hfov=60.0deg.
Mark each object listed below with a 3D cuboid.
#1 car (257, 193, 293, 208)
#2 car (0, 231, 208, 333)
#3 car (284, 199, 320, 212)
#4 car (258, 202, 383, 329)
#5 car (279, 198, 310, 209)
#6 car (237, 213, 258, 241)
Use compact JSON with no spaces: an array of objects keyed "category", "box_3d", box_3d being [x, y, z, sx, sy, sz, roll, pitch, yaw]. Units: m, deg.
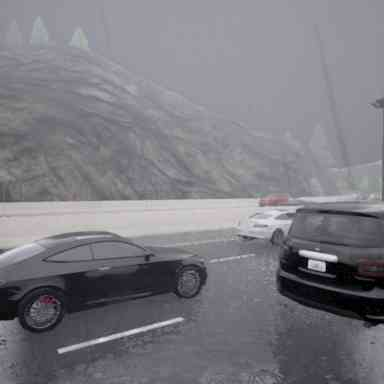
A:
[{"category":"car","box_3d":[12.019,1.219,47.979,5.566,2.045,2.150,0,0,-41]},{"category":"car","box_3d":[-1.827,1.524,6.741,4.674,1.442,1.812,0,0,-35]},{"category":"car","box_3d":[13.258,1.597,39.873,4.718,1.301,1.895,0,0,-40]},{"category":"car","box_3d":[4.104,1.221,6.671,5.566,2.045,2.150,0,0,-35]},{"category":"car","box_3d":[13.894,1.560,44.988,4.181,1.385,1.994,0,0,-40]},{"category":"car","box_3d":[4.106,1.524,15.268,4.674,1.442,1.812,0,0,-35]}]
